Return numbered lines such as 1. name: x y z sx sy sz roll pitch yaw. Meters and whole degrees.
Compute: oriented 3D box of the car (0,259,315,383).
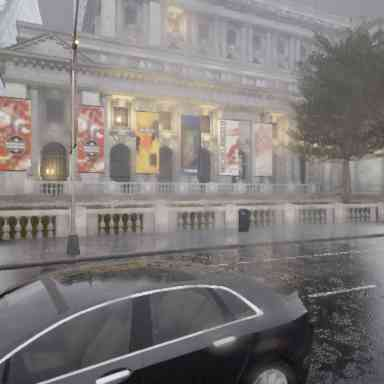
1. car: -0.961 1.504 3.067 4.892 1.490 1.837 0 0 -32
